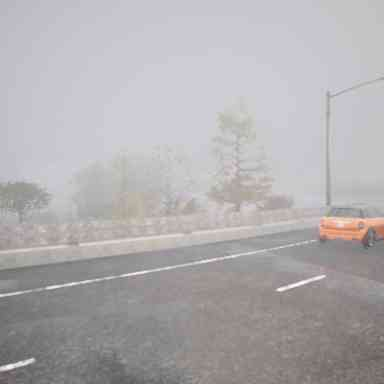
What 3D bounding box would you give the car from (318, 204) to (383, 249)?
[{"bbox_3d":[7.655,1.383,15.143,4.553,1.767,2.097,0,0,-43],"label":"car"}]
